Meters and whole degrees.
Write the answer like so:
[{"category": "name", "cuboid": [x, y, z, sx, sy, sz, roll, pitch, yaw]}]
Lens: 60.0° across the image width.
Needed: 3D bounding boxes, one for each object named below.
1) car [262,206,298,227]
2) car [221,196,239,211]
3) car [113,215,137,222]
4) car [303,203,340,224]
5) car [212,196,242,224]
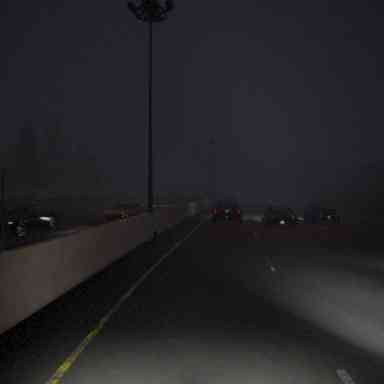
[{"category": "car", "cuboid": [5.954, 1.615, 23.047, 1.895, 1.301, 4.718, 0, 0, 7]}, {"category": "car", "cuboid": [4.830, 1.360, 41.521, 2.097, 1.767, 4.553, 0, 0, 7]}, {"category": "car", "cuboid": [-4.760, 1.460, 23.657, 1.882, 1.535, 5.008, 0, 0, 7]}, {"category": "car", "cuboid": [9.777, 1.551, 25.298, 1.812, 1.442, 4.674, 0, 0, 7]}, {"category": "car", "cuboid": [2.675, 1.358, 24.899, 2.097, 1.767, 4.553, 0, 0, 7]}]
